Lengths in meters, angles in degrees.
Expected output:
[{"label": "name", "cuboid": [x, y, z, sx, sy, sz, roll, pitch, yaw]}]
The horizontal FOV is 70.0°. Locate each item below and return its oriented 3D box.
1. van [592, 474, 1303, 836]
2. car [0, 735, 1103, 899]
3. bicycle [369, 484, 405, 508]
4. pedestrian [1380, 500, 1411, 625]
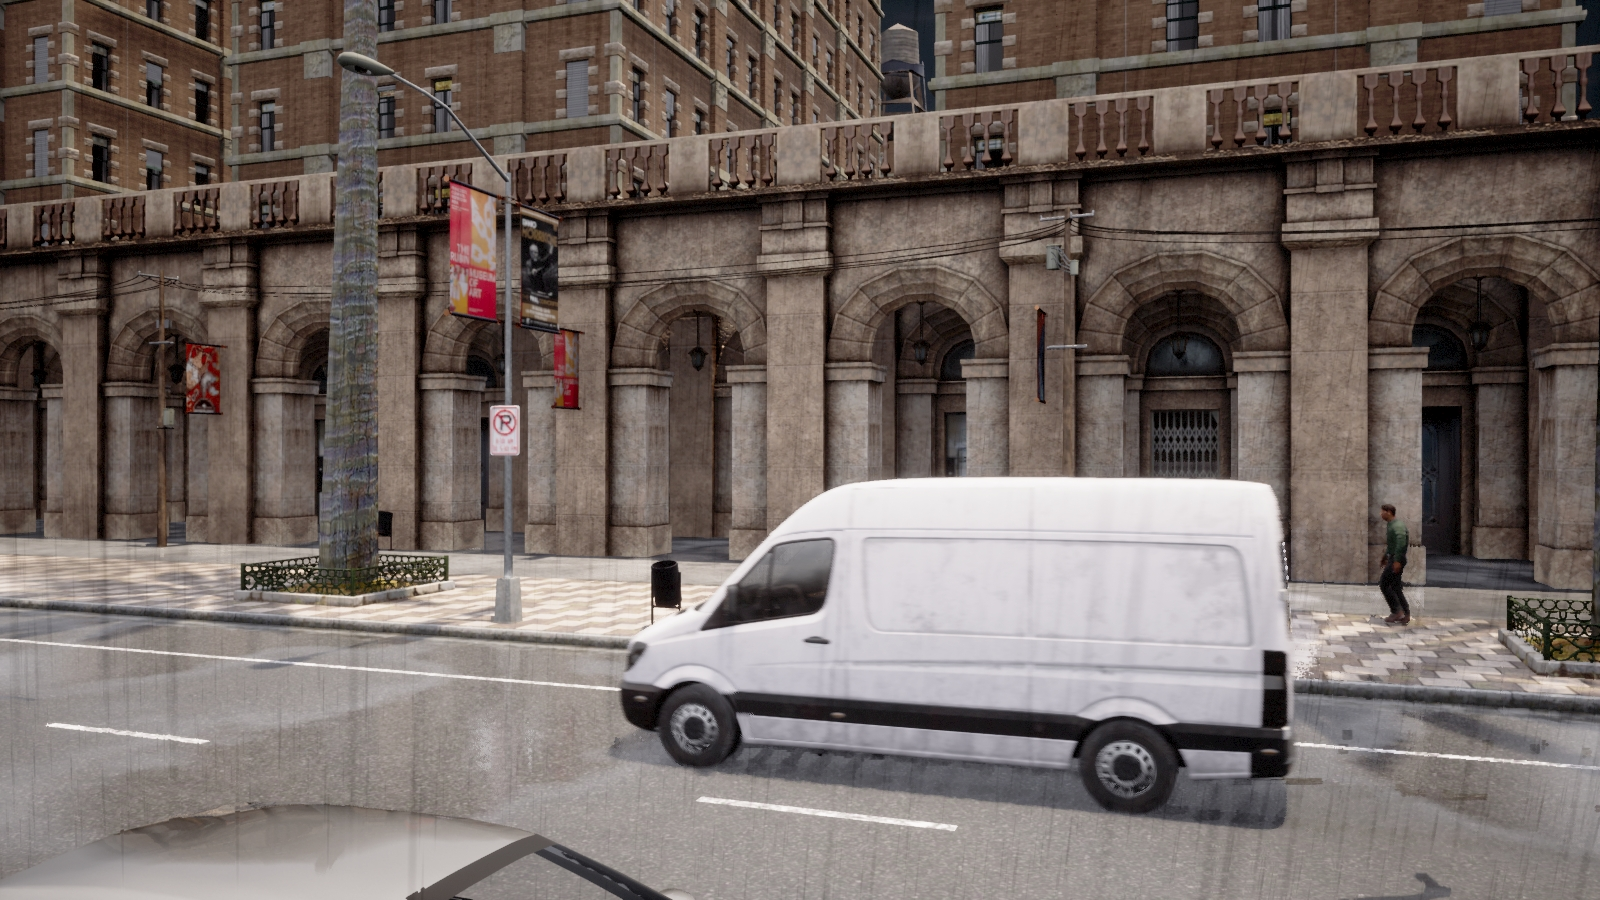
[{"label": "van", "cuboid": [1.235, 1.535, 10.281, 5.915, 2.561, 1.988, 0, 0, 20]}, {"label": "car", "cuboid": [-1.248, 2.067, 3.754, 4.193, 1.474, 1.816, 0, 0, 20]}, {"label": "bicycle", "cuboid": [-20.024, 2.225, 55.340, 1.835, 1.171, 0.329, 0, 0, 19]}, {"label": "pedestrian", "cuboid": [9.042, 1.696, 17.352, 0.375, 1.860, 0.375, 0, 0, 22]}]
